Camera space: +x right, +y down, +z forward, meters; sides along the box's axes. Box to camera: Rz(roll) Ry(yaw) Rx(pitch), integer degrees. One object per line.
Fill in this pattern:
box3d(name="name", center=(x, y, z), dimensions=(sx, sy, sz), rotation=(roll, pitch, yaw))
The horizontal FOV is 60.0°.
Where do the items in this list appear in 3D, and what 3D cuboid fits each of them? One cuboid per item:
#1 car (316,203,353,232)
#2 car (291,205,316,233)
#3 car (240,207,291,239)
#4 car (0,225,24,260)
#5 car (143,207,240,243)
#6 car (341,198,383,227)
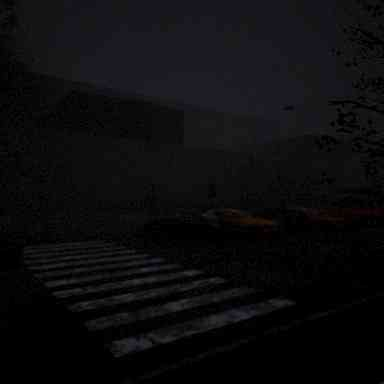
box3d(name="car", center=(7.121, 1.641, 21.492), dimensions=(5.366, 1.575, 1.946), rotation=(-1, -1, 35))
box3d(name="car", center=(4.512, 1.646, 19.878), dimensions=(4.792, 1.488, 2.163), rotation=(-1, -1, 35))
box3d(name="car", center=(2.263, 1.581, 18.030), dimensions=(5.366, 1.575, 1.946), rotation=(-1, -1, 35))
box3d(name="car", center=(-7.607, 1.496, 11.221), dimensions=(4.892, 1.521, 2.231), rotation=(-1, -1, 34))
box3d(name="car", center=(-0.318, 1.600, 16.398), dimensions=(4.674, 1.452, 2.002), rotation=(-1, -1, 35))
box3d(name="car", center=(11.850, 1.575, 25.041), dimensions=(4.553, 1.767, 2.185), rotation=(-1, -1, 34))
